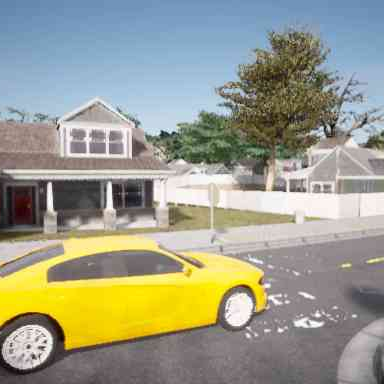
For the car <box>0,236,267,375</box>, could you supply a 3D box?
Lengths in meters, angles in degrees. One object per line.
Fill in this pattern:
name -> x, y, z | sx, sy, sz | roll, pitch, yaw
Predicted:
car -> -1.095, 1.488, 5.540 | 5.008, 1.535, 1.882 | 0, 0, -25
